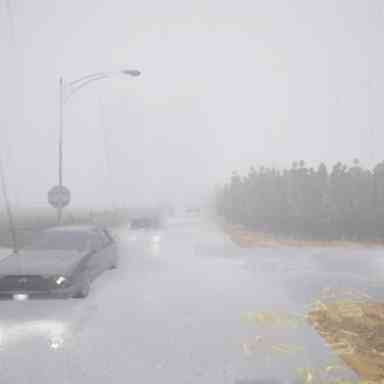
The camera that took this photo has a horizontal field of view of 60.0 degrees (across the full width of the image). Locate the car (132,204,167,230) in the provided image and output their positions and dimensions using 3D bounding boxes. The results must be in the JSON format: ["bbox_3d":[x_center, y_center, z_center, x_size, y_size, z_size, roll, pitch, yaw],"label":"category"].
[{"bbox_3d":[-3.196,1.875,24.353,1.882,1.535,5.008,0,-1,0],"label":"car"}]

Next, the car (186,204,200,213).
[{"bbox_3d":[0.107,2.287,46.543,1.895,1.301,4.718,0,-1,0],"label":"car"}]

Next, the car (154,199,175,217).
[{"bbox_3d":[-3.169,1.838,39.521,2.150,2.045,5.566,0,-1,1],"label":"car"}]

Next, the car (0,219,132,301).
[{"bbox_3d":[-3.201,1.640,8.890,2.033,1.411,5.357,0,-1,0],"label":"car"}]
